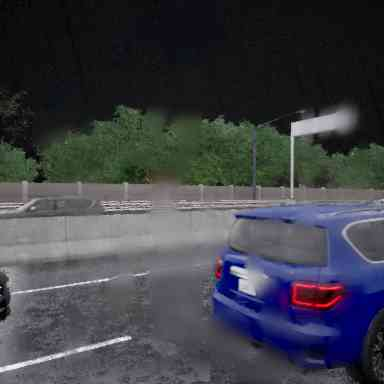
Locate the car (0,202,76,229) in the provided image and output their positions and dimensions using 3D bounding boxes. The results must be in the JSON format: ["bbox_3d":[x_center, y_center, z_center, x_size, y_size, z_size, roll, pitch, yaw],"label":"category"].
[{"bbox_3d":[-10.465,1.505,22.053,4.892,1.490,1.837,0,0,-33],"label":"car"}]

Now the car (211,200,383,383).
[{"bbox_3d":[2.907,1.224,5.470,5.566,2.045,2.150,0,0,-33],"label":"car"}]

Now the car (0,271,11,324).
[{"bbox_3d":[-5.209,1.477,4.332,5.008,1.535,1.882,0,0,-33],"label":"car"}]

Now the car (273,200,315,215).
[{"bbox_3d":[11.180,1.621,36.238,4.674,1.442,1.812,1,0,-33],"label":"car"}]

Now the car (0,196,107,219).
[{"bbox_3d":[-6.909,1.222,16.014,5.566,2.045,2.150,0,0,-33],"label":"car"}]

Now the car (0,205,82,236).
[{"bbox_3d":[-8.868,1.526,18.899,4.674,1.442,1.812,0,0,-33],"label":"car"}]

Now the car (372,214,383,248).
[{"bbox_3d":[9.961,1.618,14.279,4.718,1.301,1.895,0,0,-33],"label":"car"}]

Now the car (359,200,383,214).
[{"bbox_3d":[21.907,1.673,39.091,5.008,1.535,1.882,1,0,-33],"label":"car"}]
